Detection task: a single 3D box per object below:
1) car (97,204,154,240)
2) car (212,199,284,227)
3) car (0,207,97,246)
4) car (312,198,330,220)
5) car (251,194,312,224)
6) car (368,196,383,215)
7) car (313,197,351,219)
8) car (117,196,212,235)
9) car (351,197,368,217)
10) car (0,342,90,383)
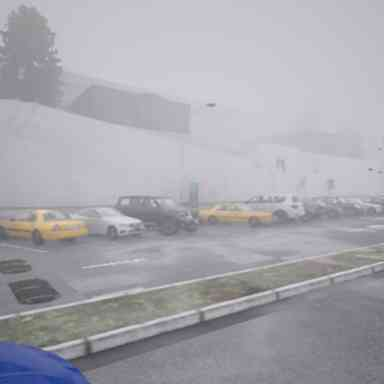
[{"bbox_3d":[-4.496,1.524,17.053,4.674,1.452,2.002,-1,-1,34],"label":"car"},{"bbox_3d":[2.995,1.439,22.176,5.366,1.575,1.946,-1,-1,34],"label":"car"},{"bbox_3d":[-7.095,1.488,15.406,5.366,1.575,1.946,-1,0,35],"label":"car"},{"bbox_3d":[7.707,1.423,25.778,4.792,1.488,2.163,-1,0,35],"label":"car"},{"bbox_3d":[5.261,1.171,24.038,5.566,2.045,2.435,-1,0,35],"label":"car"},{"bbox_3d":[15.069,1.321,30.997,4.674,1.452,2.002,-1,-1,35],"label":"car"},{"bbox_3d":[10.184,1.404,27.514,4.674,1.452,2.002,-1,-1,35],"label":"car"},{"bbox_3d":[-2.022,1.228,18.784,5.566,2.045,2.435,-1,-1,35],"label":"car"},{"bbox_3d":[12.598,1.197,29.272,4.553,1.767,2.185,-1,-1,35],"label":"car"},{"bbox_3d":[-2.817,1.477,1.122,5.008,1.535,1.882,0,0,-36],"label":"car"}]
